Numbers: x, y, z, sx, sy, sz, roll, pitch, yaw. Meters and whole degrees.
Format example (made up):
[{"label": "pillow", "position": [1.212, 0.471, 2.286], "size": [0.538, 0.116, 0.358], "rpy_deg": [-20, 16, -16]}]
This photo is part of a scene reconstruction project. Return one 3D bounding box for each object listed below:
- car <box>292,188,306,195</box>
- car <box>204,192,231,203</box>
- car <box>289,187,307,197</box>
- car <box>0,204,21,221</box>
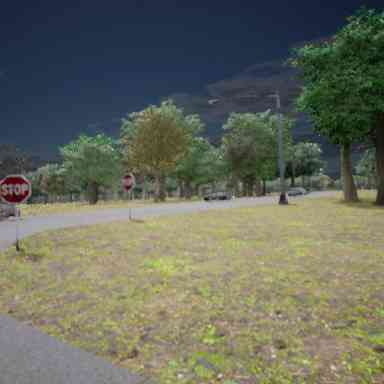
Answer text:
[{"label": "car", "position": [24.526, -0.120, 76.052], "size": [1.812, 1.442, 4.674], "rpy_deg": [-3, -1, 35]}, {"label": "car", "position": [3.478, 0.715, 45.453], "size": [1.895, 1.301, 4.718], "rpy_deg": [-3, -1, 35]}, {"label": "car", "position": [16.717, 0.033, 52.509], "size": [2.128, 1.511, 4.902], "rpy_deg": [-3, -1, 33]}, {"label": "car", "position": [-13.617, 1.260, 20.625], "size": [2.033, 1.411, 5.357], "rpy_deg": [-3, -1, 35]}]
